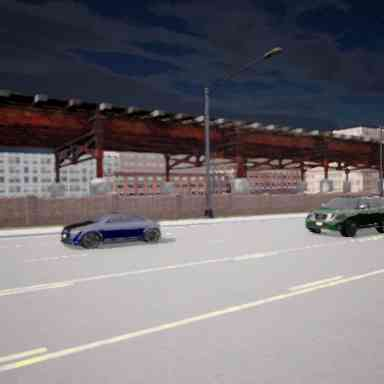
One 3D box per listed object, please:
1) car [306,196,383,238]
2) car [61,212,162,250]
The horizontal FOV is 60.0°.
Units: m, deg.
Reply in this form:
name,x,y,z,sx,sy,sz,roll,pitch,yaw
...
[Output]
name,x,y,z,sx,sy,sz,roll,pitch,yaw
car,8.593,1.229,18.021,5.566,2.045,2.150,0,0,-34
car,-3.393,1.562,14.343,4.181,1.385,1.994,0,0,-34
